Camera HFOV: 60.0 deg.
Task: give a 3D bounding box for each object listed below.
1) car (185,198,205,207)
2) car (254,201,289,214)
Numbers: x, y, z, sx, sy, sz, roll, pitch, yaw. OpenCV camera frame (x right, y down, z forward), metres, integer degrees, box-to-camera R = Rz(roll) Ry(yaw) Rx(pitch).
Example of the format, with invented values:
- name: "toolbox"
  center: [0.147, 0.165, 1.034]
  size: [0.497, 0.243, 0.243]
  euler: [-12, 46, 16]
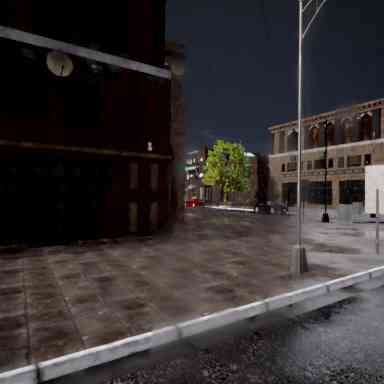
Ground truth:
- name: "car"
  center: [0.403, 1.620, 51.447]
  size: [1.887, 1.381, 4.507]
  euler: [1, -1, -27]
- name: "car"
  center: [8.482, 1.622, 35.972]
  size: [2.008, 1.369, 4.403]
  euler: [1, -1, -27]
